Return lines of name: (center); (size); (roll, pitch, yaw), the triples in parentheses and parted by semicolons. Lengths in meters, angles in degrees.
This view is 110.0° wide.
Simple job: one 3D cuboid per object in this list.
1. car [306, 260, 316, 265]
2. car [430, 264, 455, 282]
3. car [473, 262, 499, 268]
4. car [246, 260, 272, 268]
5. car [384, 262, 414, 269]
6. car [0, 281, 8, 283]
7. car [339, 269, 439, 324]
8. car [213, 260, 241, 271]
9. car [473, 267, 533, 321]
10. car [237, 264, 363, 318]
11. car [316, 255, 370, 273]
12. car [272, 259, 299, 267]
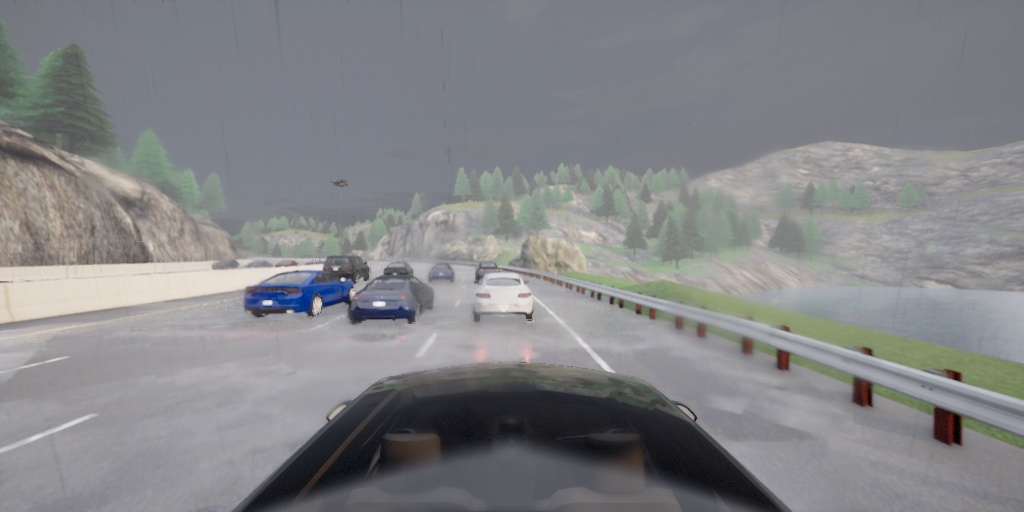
car: (-29.324, 1.317, 53.613); (2.033, 1.411, 5.357); (0, 0, -17)
car: (-5.548, 1.303, 28.498); (1.994, 1.385, 4.181); (0, 0, -8)
car: (-1.941, 1.224, 28.030); (2.128, 1.511, 4.902); (0, 0, -8)
car: (-35.837, 1.333, 51.046); (2.033, 1.411, 5.357); (0, 0, -17)
car: (-9.216, 1.224, 29.449); (1.882, 1.535, 5.008); (0, 0, -9)
car: (-21.629, 1.351, 13.193); (1.994, 1.385, 4.181); (0, 0, -5)
car: (-3.845, 1.314, 12.056); (1.994, 1.385, 4.181); (0, 0, -3)
car: (-38.901, 1.299, 48.984); (1.837, 1.490, 4.892); (0, 0, -16)
car: (-0.348, 1.268, 12.353); (1.812, 1.442, 4.674); (0, 0, -3)
car: (-7.411, 1.234, 13.116); (1.882, 1.535, 5.008); (0, 0, -4)
car: (-12.375, 0.977, 27.061); (2.150, 2.045, 5.566); (0, 0, -8)
car: (-32.522, 1.255, 52.024); (1.882, 1.535, 5.008); (0, 0, -17)
